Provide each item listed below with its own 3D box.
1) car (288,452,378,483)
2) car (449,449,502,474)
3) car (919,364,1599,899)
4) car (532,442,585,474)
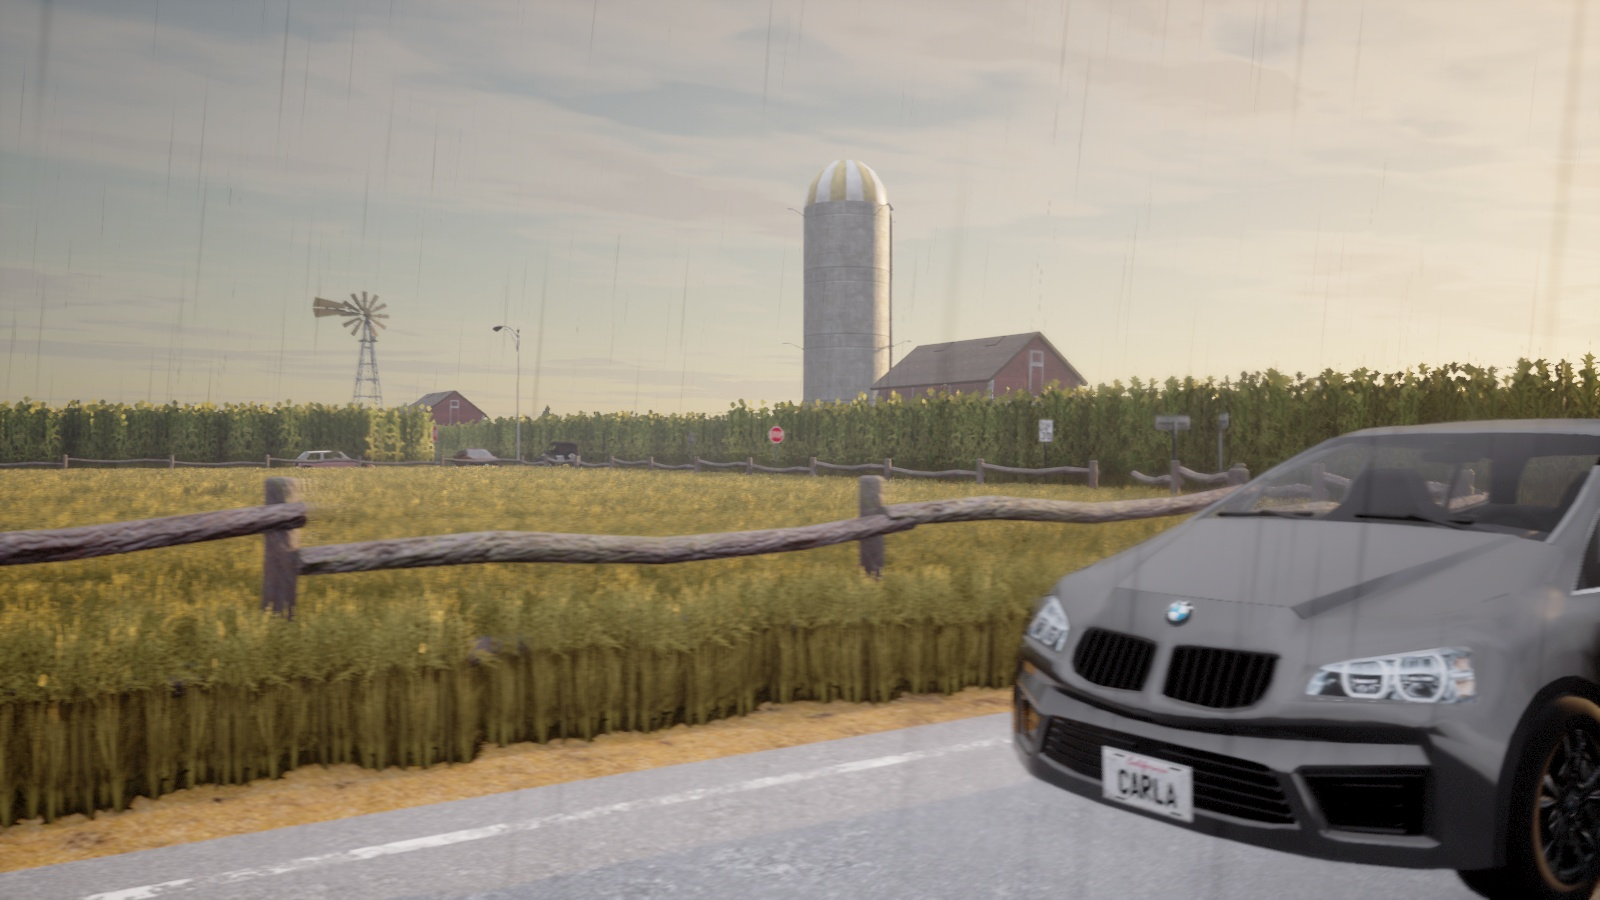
[{"bbox_3d":[-22.804,0.834,61.333,3.806,1.475,1.970,-1,0,-32],"label":"car"},{"bbox_3d":[-20.540,0.702,79.393,1.882,1.535,5.008,0,0,-31],"label":"car"},{"bbox_3d":[3.036,0.597,5.728,4.611,1.667,2.242,0,0,-35],"label":"car"},{"bbox_3d":[-14.519,0.481,75.436,1.905,1.878,3.866,0,0,-31],"label":"car"}]
